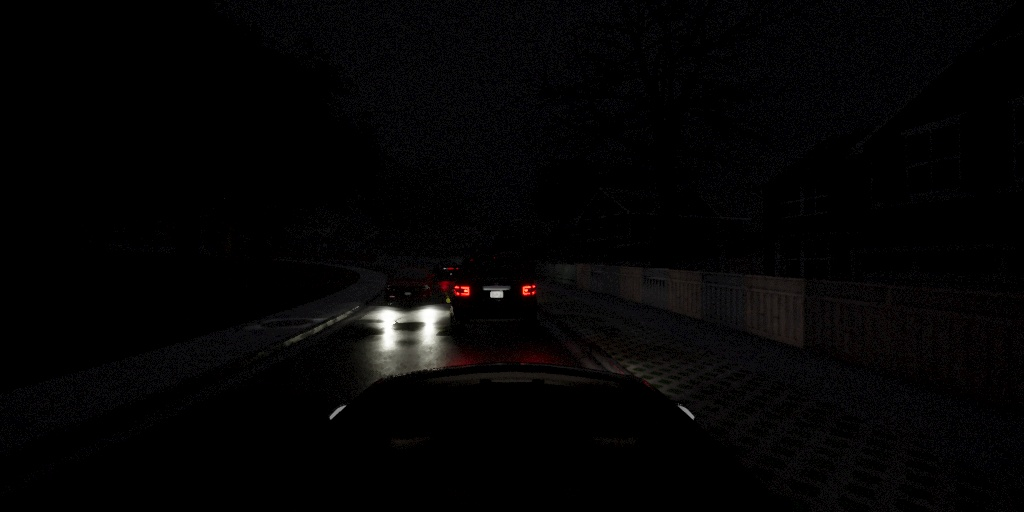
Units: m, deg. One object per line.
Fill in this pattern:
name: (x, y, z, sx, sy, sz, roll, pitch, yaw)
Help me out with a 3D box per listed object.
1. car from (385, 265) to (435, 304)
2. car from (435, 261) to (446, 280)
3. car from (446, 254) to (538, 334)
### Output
car: (-4.661, 1.211, 16.689, 1.882, 1.535, 5.008, 0, 0, -12)
car: (-5.498, 1.170, 29.957, 2.128, 1.511, 4.902, 0, 0, -20)
car: (-0.658, 0.972, 10.867, 2.150, 2.045, 5.566, 0, 0, -7)
